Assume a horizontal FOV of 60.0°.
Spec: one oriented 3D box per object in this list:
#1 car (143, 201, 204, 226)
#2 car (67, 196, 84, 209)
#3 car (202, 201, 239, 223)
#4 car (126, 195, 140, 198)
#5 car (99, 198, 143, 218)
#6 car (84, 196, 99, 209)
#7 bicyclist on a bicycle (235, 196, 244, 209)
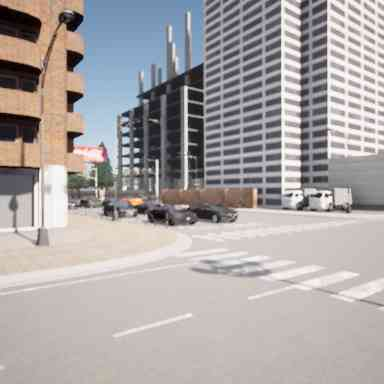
[{"bbox_3d":[-1.416,1.578,23.502,1.994,1.385,4.181,0,0,-36],"label":"car"},{"bbox_3d":[-16.343,1.506,43.803,2.128,1.511,4.902,0,0,-36],"label":"car"},{"bbox_3d":[1.483,1.507,25.467,1.837,1.490,4.892,0,0,-36],"label":"car"},{"bbox_3d":[-9.621,1.331,52.424,2.097,1.767,4.553,0,0,-36],"label":"car"},{"bbox_3d":[-6.604,1.539,30.545,1.812,1.442,4.674,0,0,-36],"label":"car"},{"bbox_3d":[-14.156,1.353,46.751,2.097,1.767,4.553,0,0,-36],"label":"car"},{"bbox_3d":[5.703,1.263,39.914,1.656,1.620,0.582,-1,0,-36],"label":"bicyclist on a bicycle"}]
